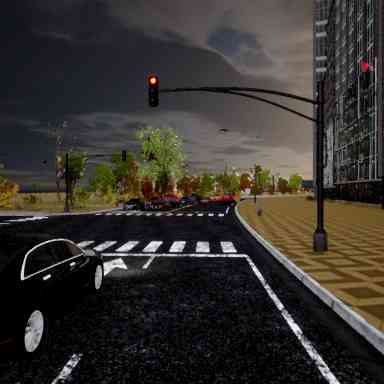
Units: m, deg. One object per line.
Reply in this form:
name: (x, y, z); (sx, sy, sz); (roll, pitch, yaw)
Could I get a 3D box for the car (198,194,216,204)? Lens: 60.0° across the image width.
car: (2.841, 1.572, 62.463); (1.994, 1.385, 4.181); (0, 0, 10)

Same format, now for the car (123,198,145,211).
car: (-7.104, 1.524, 41.486); (1.812, 1.442, 4.674); (0, 0, 7)

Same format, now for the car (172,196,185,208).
car: (-2.789, 1.603, 49.331); (1.895, 1.301, 4.718); (0, 0, 8)

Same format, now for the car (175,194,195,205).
car: (-1.200, 1.531, 59.249); (1.812, 1.442, 4.674); (0, 0, 10)

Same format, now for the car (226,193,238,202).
car: (9.787, 1.246, 80.433); (2.150, 2.045, 5.566); (0, 0, 14)

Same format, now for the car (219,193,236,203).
car: (7.632, 1.239, 70.141); (2.150, 2.045, 5.566); (0, 0, 12)

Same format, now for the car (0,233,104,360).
car: (-3.011, 1.504, 5.935); (1.837, 1.490, 4.892); (0, 0, 1)

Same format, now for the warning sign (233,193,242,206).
warning sign: (6.554, 1.122, 48.257); (1.300, 1.860, 1.060); (0, 0, 8)

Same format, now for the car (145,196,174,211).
car: (-3.926, 1.564, 40.701); (1.994, 1.385, 4.181); (0, 0, 7)

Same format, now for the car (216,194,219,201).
car: (6.481, 1.373, 80.573); (2.097, 1.767, 4.553); (0, 0, 14)

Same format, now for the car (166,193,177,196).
car: (-3.987, 1.226, 62.191); (2.150, 2.045, 5.566); (0, 0, 10)

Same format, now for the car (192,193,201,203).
car: (0.763, 1.235, 69.635); (2.150, 2.045, 5.566); (0, 0, 11)
